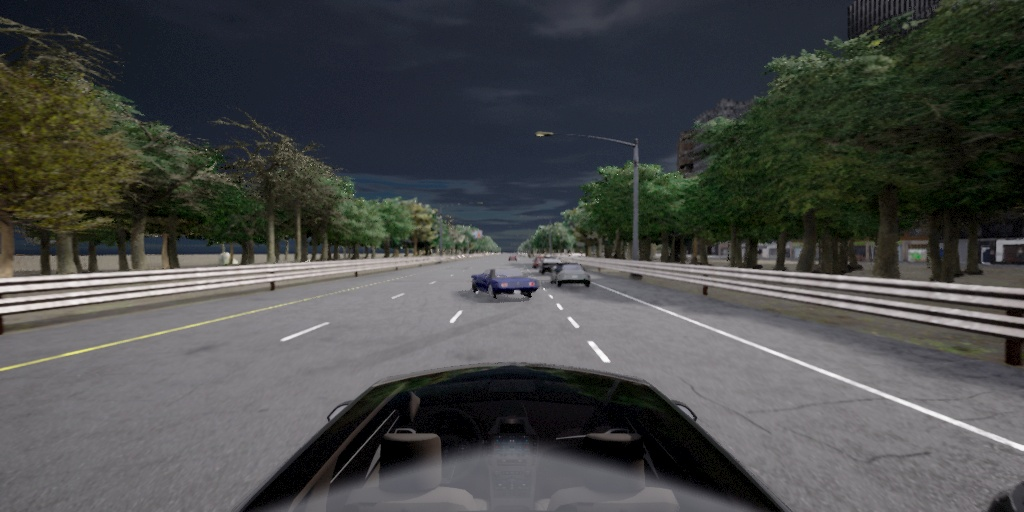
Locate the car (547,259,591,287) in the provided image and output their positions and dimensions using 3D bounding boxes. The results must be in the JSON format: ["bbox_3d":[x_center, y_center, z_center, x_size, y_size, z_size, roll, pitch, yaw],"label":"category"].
[{"bbox_3d":[3.528,1.093,22.096,1.994,1.385,4.181,0,1,0],"label":"car"}]

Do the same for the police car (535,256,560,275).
[{"bbox_3d":[3.553,0.833,33.204,1.930,1.638,5.238,0,1,0],"label":"police car"}]

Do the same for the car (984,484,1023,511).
[{"bbox_3d":[3.499,1.331,0.121,1.994,1.385,4.181,0,1,0],"label":"car"}]

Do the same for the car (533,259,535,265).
[{"bbox_3d":[3.577,0.815,44.094,1.812,1.442,4.674,0,1,0],"label":"car"}]

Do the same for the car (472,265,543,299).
[{"bbox_3d":[-0.509,1.186,16.884,1.895,1.301,4.718,0,1,-20],"label":"car"}]
